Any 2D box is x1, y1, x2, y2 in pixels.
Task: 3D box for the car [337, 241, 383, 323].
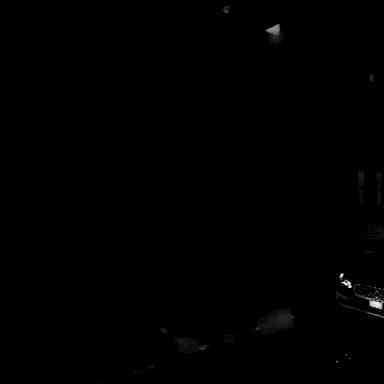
[{"bbox_3d":[4.791,1.464,6.520,4.892,1.490,1.837,0,0,-36],"label":"car"}]
